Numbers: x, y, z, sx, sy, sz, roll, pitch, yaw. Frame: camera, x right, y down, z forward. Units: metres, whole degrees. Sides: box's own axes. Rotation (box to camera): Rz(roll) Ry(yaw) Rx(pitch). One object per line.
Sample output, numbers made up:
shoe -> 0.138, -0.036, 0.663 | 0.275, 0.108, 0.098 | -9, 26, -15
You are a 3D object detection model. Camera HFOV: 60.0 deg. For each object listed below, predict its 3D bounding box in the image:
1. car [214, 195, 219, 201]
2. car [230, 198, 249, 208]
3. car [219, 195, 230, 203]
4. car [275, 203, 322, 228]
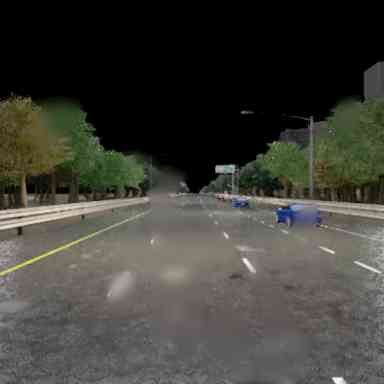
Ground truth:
car -> 7.427, 1.589, 85.847 | 1.882, 1.535, 5.008 | 0, 0, 1
car -> 7.146, 1.553, 49.098 | 1.882, 1.535, 5.008 | 0, 0, 0
car -> 7.287, 1.615, 69.876 | 1.812, 1.442, 4.674 | 0, 0, 0
car -> 7.034, 1.513, 22.433 | 1.882, 1.535, 5.008 | 0, 0, 0
